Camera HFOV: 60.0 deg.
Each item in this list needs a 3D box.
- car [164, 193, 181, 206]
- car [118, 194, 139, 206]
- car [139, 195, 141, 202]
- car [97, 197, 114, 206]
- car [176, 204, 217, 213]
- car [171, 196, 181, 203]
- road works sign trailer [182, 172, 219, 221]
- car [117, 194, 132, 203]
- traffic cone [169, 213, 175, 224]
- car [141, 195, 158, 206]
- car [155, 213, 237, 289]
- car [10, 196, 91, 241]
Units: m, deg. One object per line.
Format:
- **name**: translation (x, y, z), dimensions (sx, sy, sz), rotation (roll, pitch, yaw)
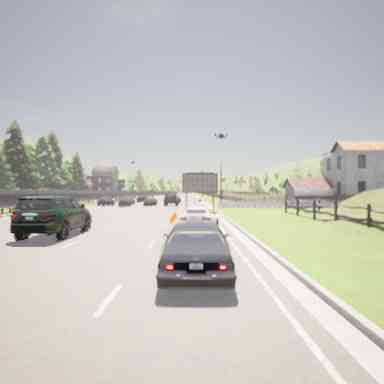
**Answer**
- **car**: translation (-3.299, 1.189, 53.747), dimensions (2.150, 2.045, 5.566), rotation (0, 0, 0)
- **car**: translation (-10.304, 1.515, 52.902), dimensions (2.033, 1.411, 5.357), rotation (0, 0, 1)
- **car**: translation (-10.272, 1.463, 68.505), dimensions (1.837, 1.490, 4.892), rotation (0, 0, 0)
- **car**: translation (-13.801, 1.495, 53.350), dimensions (1.812, 1.442, 4.674), rotation (0, -1, 0)
- **car**: translation (0.409, 1.531, 18.811), dimensions (1.812, 1.442, 4.674), rotation (-1, -1, 8)
- **car**: translation (-3.270, 1.522, 68.962), dimensions (1.994, 1.385, 4.181), rotation (0, 0, 0)
- **road works sign trailer**: translation (0.531, 0.451, 22.422), dimensions (2.380, 3.560, 2.880), rotation (0, 0, -2)
- **car**: translation (-13.771, 1.313, 68.272), dimensions (2.097, 1.767, 4.553), rotation (0, 0, 0)
- **traffic cone**: translation (-1.443, 1.941, 23.565), dimensions (0.340, 0.580, 0.340), rotation (0, 0, 0)
- **car**: translation (-6.796, 1.530, 55.273), dimensions (1.994, 1.385, 4.181), rotation (0, 0, 0)
- **car**: translation (0.115, 1.542, 9.208), dimensions (2.033, 1.411, 5.357), rotation (0, 0, 1)
- **car**: translation (-6.868, 1.210, 16.767), dimensions (2.150, 2.045, 5.566), rotation (0, 0, 0)
